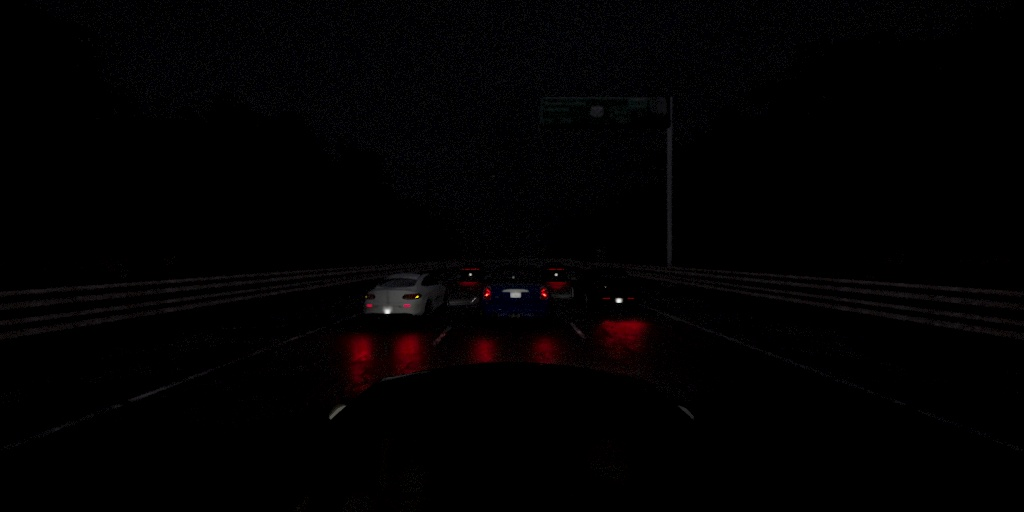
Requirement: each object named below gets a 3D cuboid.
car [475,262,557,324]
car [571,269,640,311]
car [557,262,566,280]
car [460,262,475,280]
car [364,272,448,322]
[{"bbox_3d":[0.102,1.095,12.015,2.097,1.767,4.553,0,0,0],"label":"car"},{"bbox_3d":[3.602,1.248,14.497,1.837,1.490,4.892,0,0,0],"label":"car"},{"bbox_3d":[3.608,1.269,31.621,1.837,1.490,4.892,0,0,0],"label":"car"},{"bbox_3d":[-3.391,1.268,31.658,1.837,1.490,4.892,0,0,0],"label":"car"},{"bbox_3d":[-3.412,1.269,12.124,1.812,1.442,4.674,0,0,0],"label":"car"}]
